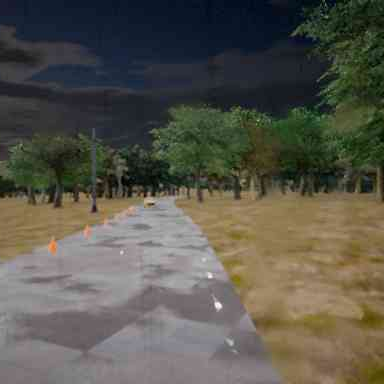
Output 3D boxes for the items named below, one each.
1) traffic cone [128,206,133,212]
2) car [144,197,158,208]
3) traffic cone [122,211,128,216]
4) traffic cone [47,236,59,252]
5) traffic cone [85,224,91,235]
[{"bbox_3d":[-7.169,1.994,37.575,0.340,0.580,0.340,0,0,-6],"label":"traffic cone"},{"bbox_3d":[-6.033,1.471,48.531,1.882,1.535,5.008,0,0,-8],"label":"car"},{"bbox_3d":[-6.671,2.004,32.629,0.340,0.580,0.340,0,0,-5],"label":"traffic cone"},{"bbox_3d":[-5.358,1.995,12.822,0.340,0.580,0.340,0,0,-2],"label":"traffic cone"},{"bbox_3d":[-5.584,2.003,17.781,0.340,0.580,0.340,0,0,-3],"label":"traffic cone"}]
